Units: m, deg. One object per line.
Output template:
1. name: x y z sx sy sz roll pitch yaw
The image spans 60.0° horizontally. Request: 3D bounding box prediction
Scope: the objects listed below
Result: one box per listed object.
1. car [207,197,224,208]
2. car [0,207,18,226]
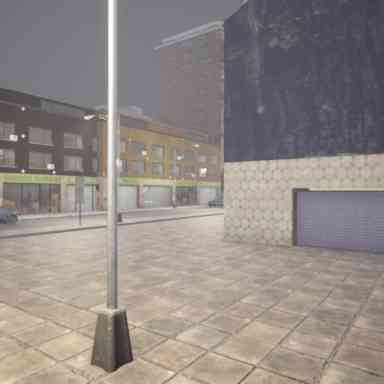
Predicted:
1. car: 4.181 1.461 45.762 2.033 1.411 5.357 0 0 36
2. car: -13.431 1.530 21.150 1.994 1.385 4.181 0 0 36
